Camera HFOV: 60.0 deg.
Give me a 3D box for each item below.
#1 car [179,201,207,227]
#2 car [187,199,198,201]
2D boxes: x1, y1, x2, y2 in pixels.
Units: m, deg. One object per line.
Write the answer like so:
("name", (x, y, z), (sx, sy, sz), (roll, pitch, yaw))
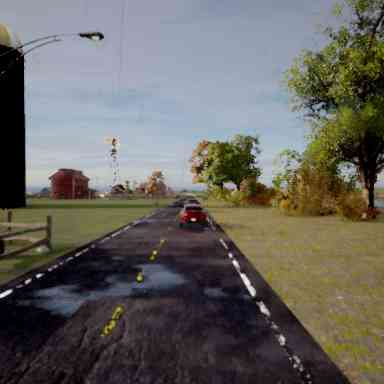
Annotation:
("car", (0.099, 1.569, 23.179), (1.812, 1.442, 4.674), (0, 0, 0))
("car", (0.098, 1.625, 42.140), (1.837, 1.490, 4.892), (0, 0, 0))
